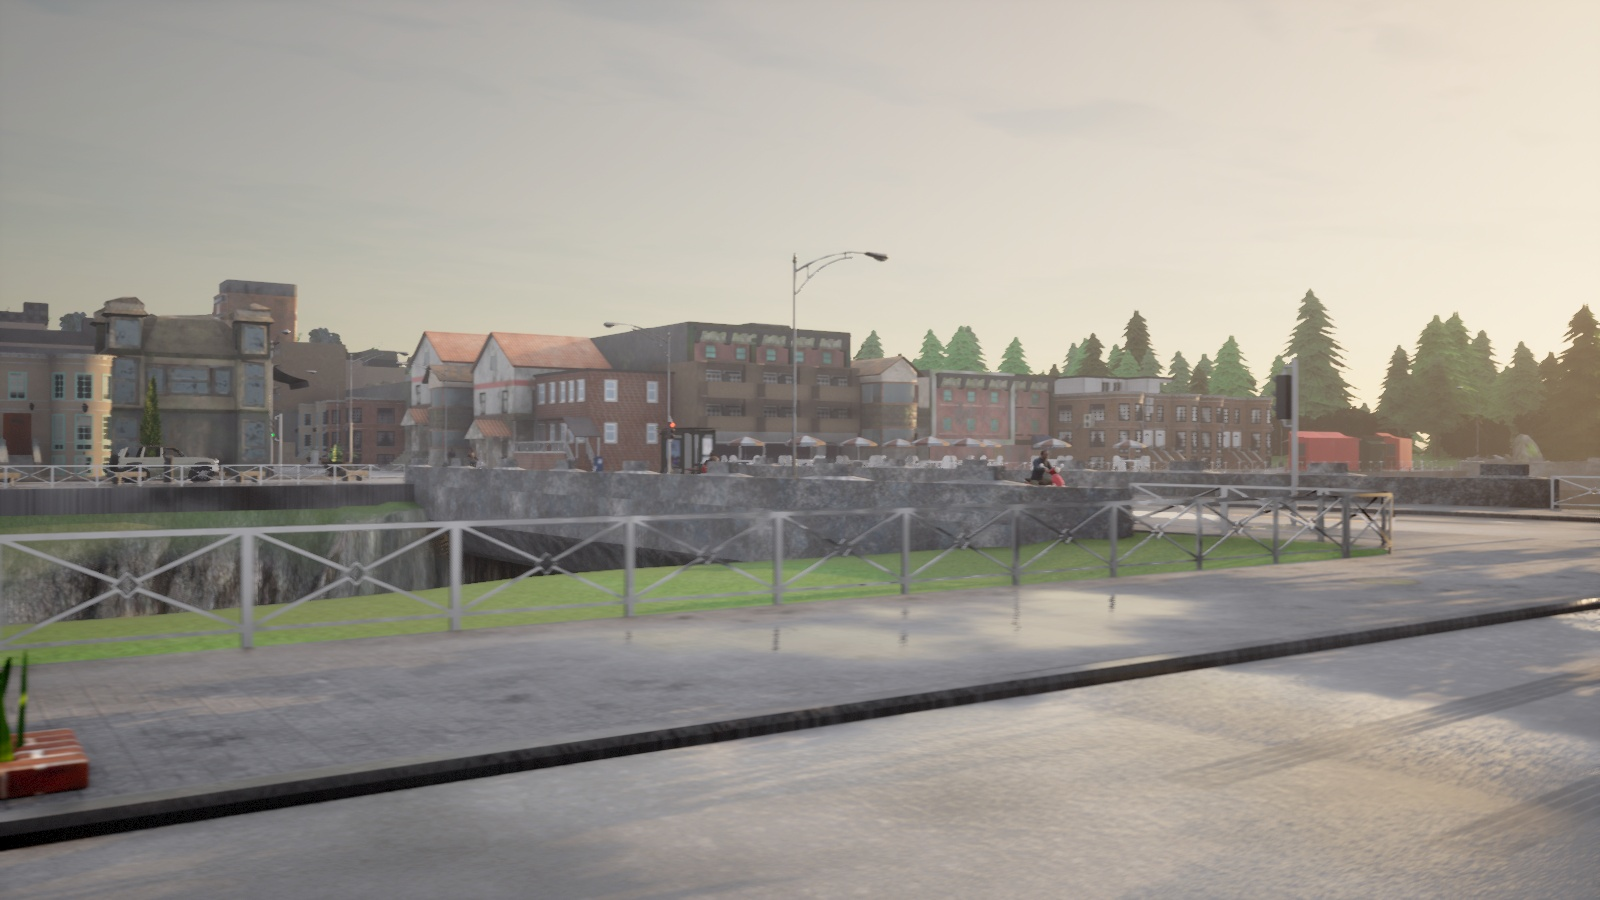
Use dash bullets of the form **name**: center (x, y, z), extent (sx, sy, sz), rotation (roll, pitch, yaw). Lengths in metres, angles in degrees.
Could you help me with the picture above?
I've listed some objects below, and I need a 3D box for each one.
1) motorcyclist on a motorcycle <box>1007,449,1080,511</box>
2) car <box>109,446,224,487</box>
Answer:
- **motorcyclist on a motorcycle**: center (6.376, 0.766, 32.970), extent (0.866, 1.590, 1.817), rotation (0, 0, -34)
- **car**: center (-29.655, 0.768, 58.831), extent (4.605, 1.855, 1.932), rotation (0, 0, -35)
